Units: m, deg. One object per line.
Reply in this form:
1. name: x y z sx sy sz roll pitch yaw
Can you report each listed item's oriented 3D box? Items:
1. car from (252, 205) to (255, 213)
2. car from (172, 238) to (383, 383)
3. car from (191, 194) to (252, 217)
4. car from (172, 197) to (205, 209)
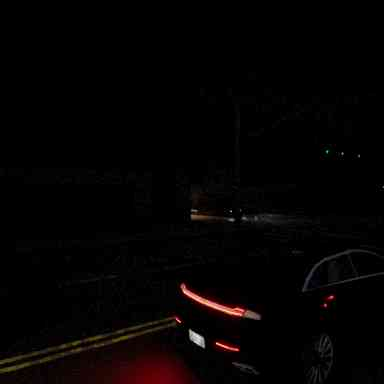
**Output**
1. car: 4.325 1.478 34.869 1.882 1.535 5.008 0 0 -37
2. car: 2.031 1.492 5.279 4.902 1.511 2.128 0 0 -35
3. car: 2.607 1.222 31.326 2.150 2.045 5.566 0 0 -36
4. car: -0.570 1.491 47.607 2.128 1.511 4.902 0 0 -37
